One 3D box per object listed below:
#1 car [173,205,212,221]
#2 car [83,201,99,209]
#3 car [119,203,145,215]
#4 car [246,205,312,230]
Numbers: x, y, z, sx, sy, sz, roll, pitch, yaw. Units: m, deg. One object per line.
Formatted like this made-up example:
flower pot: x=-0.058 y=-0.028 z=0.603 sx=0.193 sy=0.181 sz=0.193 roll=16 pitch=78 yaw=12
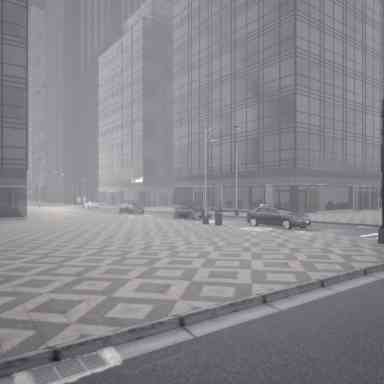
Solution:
car: x=-0.036 y=1.933 z=31.244 sx=1.994 sy=1.385 sz=4.181 roll=0 pitch=-1 yaw=-37
car: x=-19.178 y=2.477 z=63.097 sx=1.812 sy=1.442 sz=4.674 roll=0 pitch=-1 yaw=-36
car: x=-7.653 y=2.096 z=41.790 sx=1.812 sy=1.442 sz=4.674 roll=0 pitch=-1 yaw=-36
car: x=5.901 y=1.719 z=23.067 sx=1.837 sy=1.490 sz=4.892 roll=0 pitch=-1 yaw=-36
